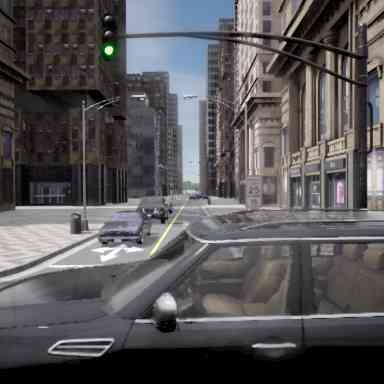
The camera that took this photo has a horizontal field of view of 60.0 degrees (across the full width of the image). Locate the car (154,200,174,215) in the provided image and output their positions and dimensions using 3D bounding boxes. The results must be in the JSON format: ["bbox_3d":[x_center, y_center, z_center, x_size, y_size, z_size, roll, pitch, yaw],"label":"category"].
[{"bbox_3d":[-3.087,1.684,37.051,1.812,1.442,4.674,0,0,0],"label":"car"}]

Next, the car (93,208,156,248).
[{"bbox_3d":[-3.107,1.643,16.501,2.033,1.411,5.357,0,0,0],"label":"car"}]

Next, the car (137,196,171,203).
[{"bbox_3d":[-3.105,1.348,26.720,2.150,2.045,5.566,0,0,-1],"label":"car"}]

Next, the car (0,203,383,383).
[{"bbox_3d":[0.653,1.220,3.255,5.566,2.045,2.150,0,1,0],"label":"car"}]
